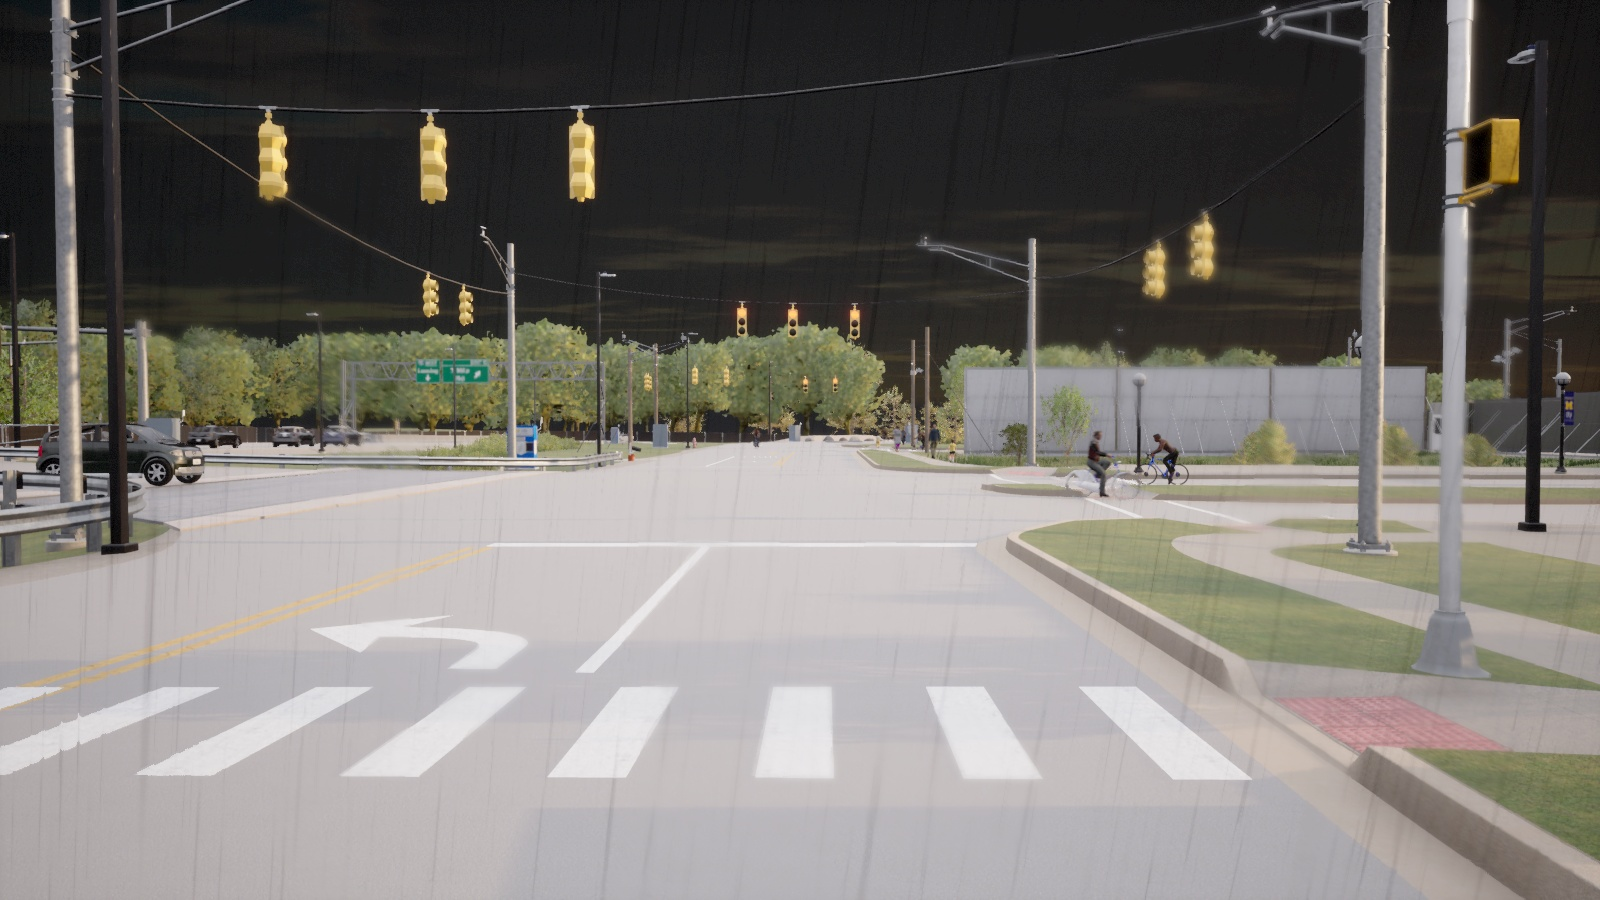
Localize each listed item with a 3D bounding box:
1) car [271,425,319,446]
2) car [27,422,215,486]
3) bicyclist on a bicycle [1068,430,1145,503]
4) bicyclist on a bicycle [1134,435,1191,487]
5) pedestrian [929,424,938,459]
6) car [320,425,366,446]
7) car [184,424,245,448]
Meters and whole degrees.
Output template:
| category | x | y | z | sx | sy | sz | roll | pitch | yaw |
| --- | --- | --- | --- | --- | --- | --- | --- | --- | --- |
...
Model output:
| category | x | y | z | sx | sy | sz | roll | pitch | yaw |
| --- | --- | --- | --- | --- | --- | --- | --- | --- | --- |
| car | -36.799 | -1.049 | 91.613 | 1.970 | 1.475 | 3.806 | 0 | 1 | 1 |
| car | -16.831 | 0.079 | 31.250 | 3.705 | 1.549 | 1.789 | 0 | 1 | 1 |
| bicyclist on a bicycle | 7.797 | 0.410 | 31.939 | 1.843 | 1.776 | 0.659 | 2 | 0 | 15 |
| bicyclist on a bicycle | 11.428 | 0.330 | 39.639 | 1.656 | 1.620 | 0.582 | 1 | 1 | 11 |
| pedestrian | 6.995 | -0.454 | 65.639 | 0.402 | 1.842 | 0.726 | 0 | 2 | 2 |
| car | -33.299 | -1.046 | 91.588 | 1.970 | 1.475 | 3.806 | 0 | 1 | 1 |
| car | -37.001 | -0.874 | 79.473 | 1.816 | 1.474 | 4.193 | 0 | 1 | 1 |
